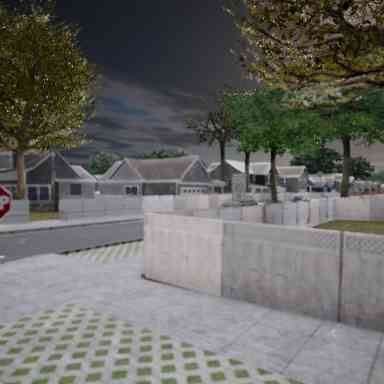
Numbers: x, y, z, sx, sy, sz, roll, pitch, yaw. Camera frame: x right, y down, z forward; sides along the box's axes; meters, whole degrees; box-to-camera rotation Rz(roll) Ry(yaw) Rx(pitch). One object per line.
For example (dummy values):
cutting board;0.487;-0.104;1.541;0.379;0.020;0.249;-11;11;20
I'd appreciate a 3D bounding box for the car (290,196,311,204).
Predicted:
car;15.033;1.217;46.051;1.994;1.385;4.181;1;1;35

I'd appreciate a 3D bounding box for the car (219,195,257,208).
car;4.363;1.049;31.244;2.097;1.767;4.553;1;1;36
